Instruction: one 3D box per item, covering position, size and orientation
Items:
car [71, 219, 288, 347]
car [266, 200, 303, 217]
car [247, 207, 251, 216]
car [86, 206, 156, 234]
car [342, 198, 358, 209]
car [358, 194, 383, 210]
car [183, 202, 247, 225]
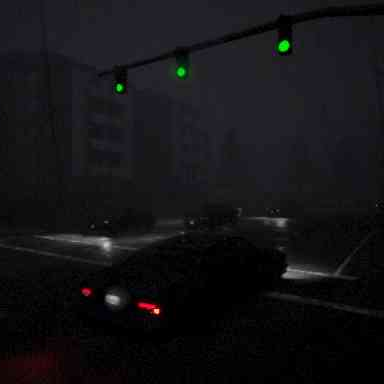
[{"bbox_3d":[0.277,1.553,6.736,2.033,1.411,5.357,0,0,33],"label":"car"},{"bbox_3d":[8.780,1.520,31.330,1.837,1.490,4.892,0,0,44],"label":"car"},{"bbox_3d":[3.594,1.624,30.628,1.895,1.301,4.718,0,0,38],"label":"car"},{"bbox_3d":[-3.988,1.550,19.558,1.812,1.442,4.674,0,0,33],"label":"car"},{"bbox_3d":[22.757,1.503,45.581,4.902,1.511,2.128,0,0,-24],"label":"car"},{"bbox_3d":[24.579,1.231,42.592,5.566,2.045,2.150,0,0,-23],"label":"car"},{"bbox_3d":[1.358,1.510,21.316,2.128,1.511,4.902,0,0,34],"label":"car"}]
